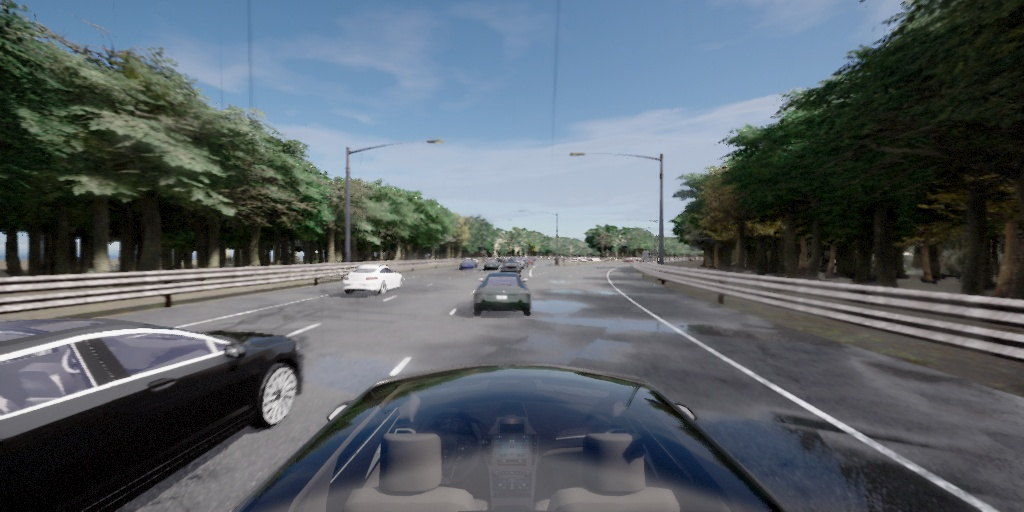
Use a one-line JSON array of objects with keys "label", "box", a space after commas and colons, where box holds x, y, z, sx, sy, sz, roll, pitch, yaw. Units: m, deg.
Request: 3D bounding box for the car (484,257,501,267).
[{"label": "car", "box": [-2.577, 1.226, 49.094, 1.994, 1.385, 4.181, 0, 0, 4]}]

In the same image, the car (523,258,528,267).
[{"label": "car", "box": [0.841, 1.272, 48.831, 1.895, 1.301, 4.718, 0, 0, 4]}]

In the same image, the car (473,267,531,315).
[{"label": "car", "box": [-0.331, 1.307, 13.583, 1.994, 1.385, 4.181, 0, 0, 0]}]

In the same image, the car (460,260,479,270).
[{"label": "car", "box": [-5.981, 1.210, 50.531, 1.994, 1.385, 4.181, 0, 0, 5]}]

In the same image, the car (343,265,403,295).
[{"label": "car", "box": [-7.272, 1.216, 19.091, 1.812, 1.442, 4.674, 0, 0, 1]}]

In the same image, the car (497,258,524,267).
[{"label": "car", "box": [-0.030, 1.214, 32.831, 1.837, 1.490, 4.892, 0, 0, 2]}]

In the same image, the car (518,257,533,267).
[{"label": "car", "box": [1.898, 1.143, 60.810, 2.128, 1.511, 4.902, 0, 0, 6]}]

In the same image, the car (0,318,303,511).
[{"label": "car", "box": [-3.580, 1.228, 2.706, 2.128, 1.511, 4.902, 0, 0, -1]}]
